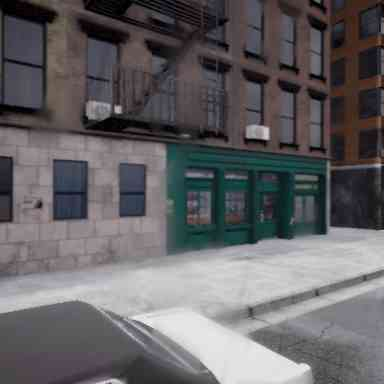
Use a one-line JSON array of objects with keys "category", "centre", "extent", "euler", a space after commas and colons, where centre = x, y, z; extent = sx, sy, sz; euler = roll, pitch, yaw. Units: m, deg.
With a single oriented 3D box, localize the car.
[{"category": "car", "centre": [-1.420, 1.601, 2.044], "extent": [4.718, 1.301, 1.895], "euler": [0, 0, -35]}]
